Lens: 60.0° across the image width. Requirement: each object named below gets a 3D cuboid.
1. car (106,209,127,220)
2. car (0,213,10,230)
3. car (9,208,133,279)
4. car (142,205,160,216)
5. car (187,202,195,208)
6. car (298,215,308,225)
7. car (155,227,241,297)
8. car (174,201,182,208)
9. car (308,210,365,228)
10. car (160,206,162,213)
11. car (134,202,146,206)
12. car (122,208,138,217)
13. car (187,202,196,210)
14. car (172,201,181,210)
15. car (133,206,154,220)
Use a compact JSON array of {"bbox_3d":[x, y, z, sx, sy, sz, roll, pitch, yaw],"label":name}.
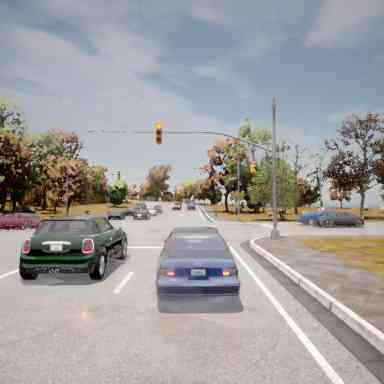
[{"bbox_3d":[-10.715,3.213,47.636,2.033,1.411,5.357,0,-2,-3],"label":"car"},{"bbox_3d":[-13.810,2.330,26.914,4.181,1.385,1.994,0,-3,8],"label":"car"},{"bbox_3d":[-3.434,1.487,10.543,2.097,1.767,4.553,0,-1,0],"label":"car"},{"bbox_3d":[-7.180,3.438,57.720,1.812,1.442,4.674,0,-1,0],"label":"car"},{"bbox_3d":[-0.248,3.314,87.985,1.994,1.385,4.181,0,0,-3],"label":"car"},{"bbox_3d":[13.190,2.528,33.151,5.008,1.535,1.882,0,-3,-1],"label":"car"},{"bbox_3d":[0.077,1.647,8.925,2.033,1.411,5.357,0,-1,-1],"label":"car"},{"bbox_3d":[-3.747,3.257,87.894,1.837,1.490,4.892,0,0,-3],"label":"car"},{"bbox_3d":[13.023,2.453,29.657,4.181,1.385,1.994,0,-3,-2],"label":"car"},{"bbox_3d":[-7.131,3.495,68.010,1.837,1.490,4.892,0,0,0],"label":"car"},{"bbox_3d":[-10.620,3.211,68.270,2.150,2.045,5.566,0,0,0],"label":"car"},{"bbox_3d":[-10.683,3.510,57.512,1.895,1.301,4.718,0,-1,0],"label":"car"},{"bbox_3d":[-0.135,3.474,77.803,1.812,1.442,4.674,0,0,0],"label":"car"},{"bbox_3d":[-3.636,3.546,77.862,1.895,1.301,4.718,0,0,0],"label":"car"},{"bbox_3d":[-7.173,3.163,47.829,2.128,1.511,4.902,0,-2,1],"label":"car"}]
